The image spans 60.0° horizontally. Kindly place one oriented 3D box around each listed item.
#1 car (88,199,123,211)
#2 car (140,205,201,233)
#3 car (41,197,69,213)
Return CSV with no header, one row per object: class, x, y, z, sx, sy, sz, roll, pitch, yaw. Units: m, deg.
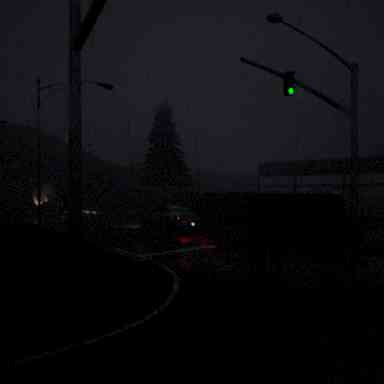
car,-10.357,1.512,40.094,1.994,1.385,4.181,0,0,35
car,-1.334,1.491,19.667,1.812,1.442,4.674,0,0,-37
car,-14.430,1.313,35.992,4.553,1.767,2.097,0,0,36
